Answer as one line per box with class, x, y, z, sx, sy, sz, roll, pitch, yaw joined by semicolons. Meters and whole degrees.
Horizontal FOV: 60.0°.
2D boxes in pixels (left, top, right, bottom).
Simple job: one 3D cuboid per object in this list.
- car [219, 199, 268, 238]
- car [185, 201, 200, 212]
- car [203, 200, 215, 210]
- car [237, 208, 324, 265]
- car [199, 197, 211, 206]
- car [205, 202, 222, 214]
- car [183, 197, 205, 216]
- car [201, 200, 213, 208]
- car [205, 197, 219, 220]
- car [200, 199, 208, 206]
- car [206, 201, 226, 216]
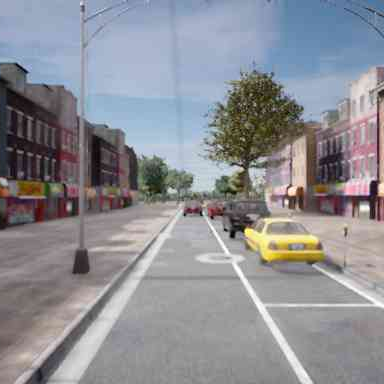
car;3.002;1.418;18.992;2.150;2.045;5.566;0;-1;0
car;0.089;2.044;48.216;1.994;1.385;4.181;0;-1;1
car;2.698;2.069;54.216;1.752;1.417;4.829;0;-1;0
car;3.038;1.579;12.151;1.801;1.575;5.366;0;-1;0
car;2.716;2.047;70.683;2.192;1.841;5.009;0;-1;0
car;2.686;1.972;42.955;1.887;1.381;4.507;0;-1;0
car;0.117;1.721;36.994;2.097;1.767;4.553;0;0;0
car;2.704;2.156;59.589;2.008;1.369;4.403;0;-1;0
car;2.674;1.632;31.866;2.192;1.841;5.009;0;-1;0
car;2.723;2.323;76.396;1.752;1.417;4.829;0;-1;0
car;2.680;1.812;37.411;1.967;1.590;4.097;0;-1;0
